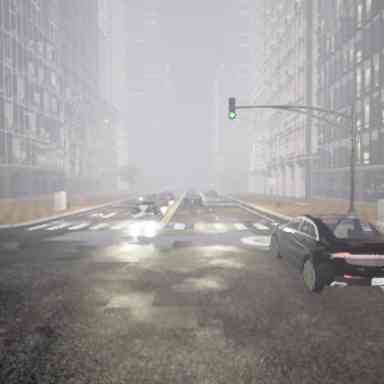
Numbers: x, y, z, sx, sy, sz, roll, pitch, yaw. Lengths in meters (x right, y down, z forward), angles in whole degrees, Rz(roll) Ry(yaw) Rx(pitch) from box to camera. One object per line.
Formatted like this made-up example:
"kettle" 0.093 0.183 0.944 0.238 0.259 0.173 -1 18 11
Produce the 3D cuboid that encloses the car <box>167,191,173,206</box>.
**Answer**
"car" -3.346 0.732 34.671 1.994 1.385 4.181 0 1 0

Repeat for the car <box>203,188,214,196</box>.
"car" 3.209 -0.001 65.366 1.895 1.301 4.718 0 1 0

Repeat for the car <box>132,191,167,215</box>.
"car" -3.361 0.877 25.461 2.128 1.511 4.902 0 1 0

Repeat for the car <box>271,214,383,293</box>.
"car" 3.351 1.289 8.336 2.128 1.511 4.902 0 2 0

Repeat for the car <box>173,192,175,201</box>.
"car" -3.280 0.493 44.695 1.994 1.385 4.181 0 1 0

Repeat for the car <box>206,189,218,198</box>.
"car" 3.214 0.195 55.705 1.994 1.385 4.181 0 1 0

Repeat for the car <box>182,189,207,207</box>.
"car" 0.077 0.671 33.407 2.128 1.511 4.902 0 1 0

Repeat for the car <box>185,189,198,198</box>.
"car" -0.022 0.173 56.697 2.033 1.411 5.357 0 1 0
